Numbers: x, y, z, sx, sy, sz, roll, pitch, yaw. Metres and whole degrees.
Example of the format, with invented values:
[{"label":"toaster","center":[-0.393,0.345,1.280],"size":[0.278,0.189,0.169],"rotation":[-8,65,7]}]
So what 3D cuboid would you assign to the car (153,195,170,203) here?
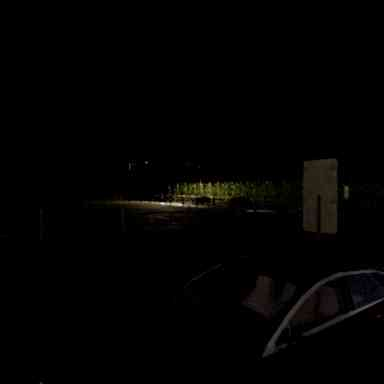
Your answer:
[{"label":"car","center":[-5.737,1.257,62.187],"size":[1.837,1.490,4.892],"rotation":[1,0,-32]}]

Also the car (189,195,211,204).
[{"label":"car","center":[1.291,1.321,57.764],"size":[2.128,1.511,4.902],"rotation":[0,0,-32]}]

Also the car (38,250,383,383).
[{"label":"car","center":[0.923,1.503,3.736],"size":[4.902,1.511,2.128],"rotation":[0,0,-36]}]

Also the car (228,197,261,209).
[{"label":"car","center":[6.655,1.421,42.538],"size":[1.837,1.490,4.892],"rotation":[0,0,-33]}]

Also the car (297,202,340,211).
[{"label":"car","center":[14.226,1.494,37.648],"size":[2.128,1.511,4.902],"rotation":[1,0,-33]}]
